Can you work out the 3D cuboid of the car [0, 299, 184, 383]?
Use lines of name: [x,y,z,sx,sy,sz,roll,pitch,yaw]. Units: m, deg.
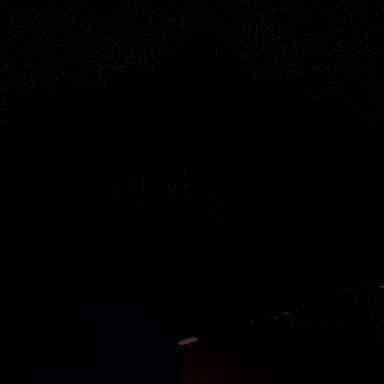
car: [-2.348,1.473,1.612,5.008,1.535,1.882,0,0,-35]
